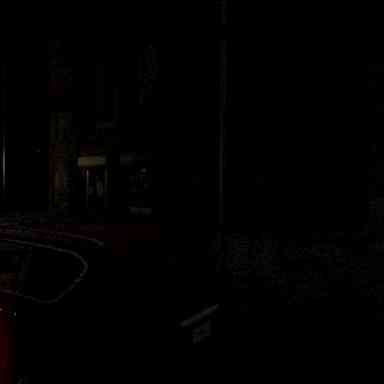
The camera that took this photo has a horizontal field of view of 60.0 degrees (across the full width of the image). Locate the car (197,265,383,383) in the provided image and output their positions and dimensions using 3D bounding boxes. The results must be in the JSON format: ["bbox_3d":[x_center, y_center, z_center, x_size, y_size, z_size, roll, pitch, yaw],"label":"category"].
[{"bbox_3d":[2.710,1.325,1.040,5.009,1.841,2.192,0,0,35],"label":"car"}]

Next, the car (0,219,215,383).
[{"bbox_3d":[-1.864,1.287,4.286,5.009,1.841,2.192,0,0,35],"label":"car"}]
